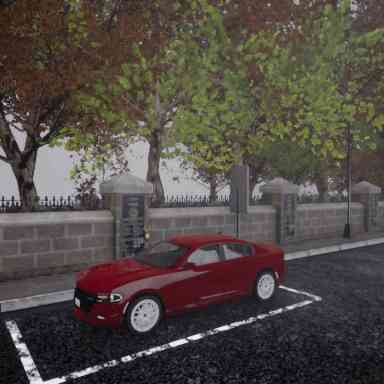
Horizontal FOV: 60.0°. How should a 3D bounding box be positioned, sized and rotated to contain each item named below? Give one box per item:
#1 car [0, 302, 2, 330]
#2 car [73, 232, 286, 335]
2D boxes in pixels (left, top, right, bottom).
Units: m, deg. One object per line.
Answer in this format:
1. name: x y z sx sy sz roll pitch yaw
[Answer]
1. car: -4.504 1.551 3.439 4.403 1.369 2.008 0 0 -36
2. car: -0.027 1.545 6.702 4.507 1.381 1.887 0 0 -36
